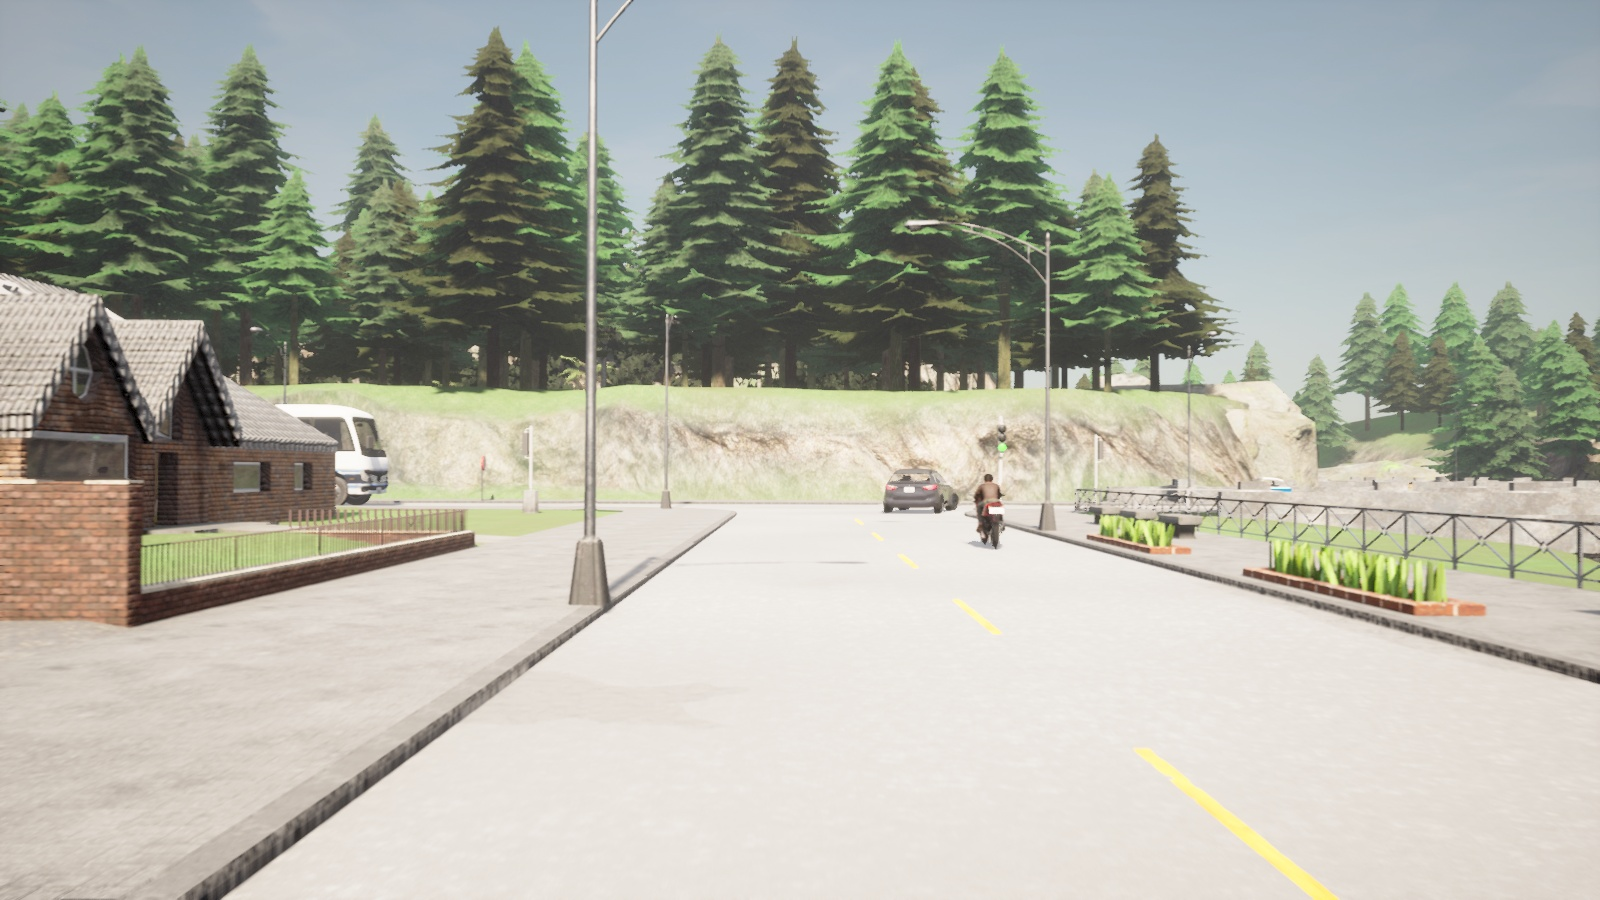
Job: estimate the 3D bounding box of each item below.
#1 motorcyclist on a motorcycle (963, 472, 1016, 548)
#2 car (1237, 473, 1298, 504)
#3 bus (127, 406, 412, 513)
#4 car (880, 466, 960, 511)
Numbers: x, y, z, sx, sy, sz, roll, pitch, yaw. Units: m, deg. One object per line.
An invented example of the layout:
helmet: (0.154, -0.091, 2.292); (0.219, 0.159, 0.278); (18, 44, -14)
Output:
motorcyclist on a motorcycle: (3.939, 1.220, 26.236); (0.797, 1.523, 2.044); (0, -1, 0)
car: (21.142, 1.736, 56.819); (2.207, 1.376, 1.481); (0, -1, 0)
bus: (-22.055, 0.409, 52.746); (10.273, 4.253, 3.944); (0, -1, 0)
car: (4.720, 1.456, 48.725); (2.242, 1.667, 4.611); (-1, -1, 17)
